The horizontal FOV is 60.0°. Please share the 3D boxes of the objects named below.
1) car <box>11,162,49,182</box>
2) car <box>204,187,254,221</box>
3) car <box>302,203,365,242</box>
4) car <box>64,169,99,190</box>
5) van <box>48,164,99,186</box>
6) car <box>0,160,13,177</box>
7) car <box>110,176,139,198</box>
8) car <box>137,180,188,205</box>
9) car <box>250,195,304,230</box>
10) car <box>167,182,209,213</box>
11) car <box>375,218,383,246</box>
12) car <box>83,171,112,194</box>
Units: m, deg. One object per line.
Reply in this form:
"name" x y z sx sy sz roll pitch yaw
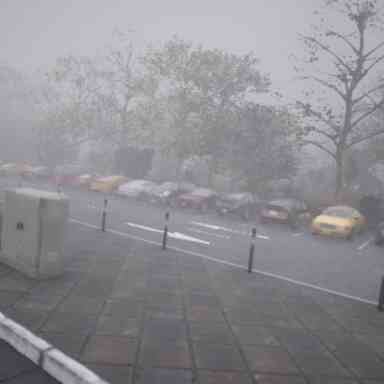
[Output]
"car" -14.768 -1.788 33.193 2.163 1.488 4.792 8 5 35
"car" 3.221 0.770 20.429 2.231 1.521 4.892 8 5 35
"car" 7.608 1.415 17.089 1.946 1.575 5.366 8 5 35
"car" -8.015 -0.809 28.423 2.002 1.452 4.674 8 5 35
"van" -10.167 -1.396 30.099 1.878 1.987 4.442 8 5 35
"car" -19.350 -2.466 36.258 1.946 1.575 5.366 8 5 35
"car" -3.520 -0.163 25.227 2.002 1.452 4.674 8 5 35
"car" -1.239 -0.004 23.646 2.185 1.767 4.553 8 5 35
"car" 5.484 1.122 18.863 2.163 1.488 4.792 8 5 35
"car" 0.981 0.445 22.036 2.097 1.535 5.008 8 5 35
"car" 9.977 1.772 15.668 2.163 1.488 4.792 8 5 35
"car" -5.765 -0.526 26.820 2.097 1.535 5.008 8 5 35
